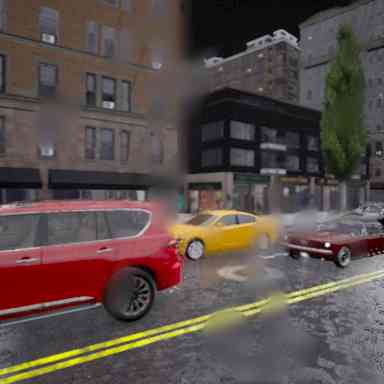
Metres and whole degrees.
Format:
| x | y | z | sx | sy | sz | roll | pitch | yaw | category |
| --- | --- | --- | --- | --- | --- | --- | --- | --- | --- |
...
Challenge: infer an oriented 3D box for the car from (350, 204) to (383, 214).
| x | y | z | sx | sy | sz | roll | pitch | yaw | category |
| --- | --- | --- | --- | --- | --- | --- | --- | --- | --- |
| 10.343 | 1.455 | 18.797 | 4.902 | 1.511 | 2.128 | 0 | 0 | -35 | car |

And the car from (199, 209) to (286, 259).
| x | y | z | sx | sy | sz | roll | pitch | yaw | category |
| --- | --- | --- | --- | --- | --- | --- | --- | --- | --- |
| 0.941 | 1.425 | 12.240 | 5.008 | 1.535 | 1.882 | 0 | 0 | -35 | car |

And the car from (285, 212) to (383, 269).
| x | y | z | sx | sy | sz | roll | pitch | yaw | category |
| --- | --- | --- | --- | --- | --- | --- | --- | --- | --- |
| 5.188 | 1.572 | 11.225 | 4.718 | 1.301 | 1.895 | 0 | 0 | -35 | car |

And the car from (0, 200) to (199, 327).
| x | y | z | sx | sy | sz | roll | pitch | yaw | category |
| --- | --- | --- | --- | --- | --- | --- | --- | --- | --- |
| -2.836 | 1.181 | 5.675 | 5.566 | 2.045 | 2.150 | 0 | 0 | -33 | car |
